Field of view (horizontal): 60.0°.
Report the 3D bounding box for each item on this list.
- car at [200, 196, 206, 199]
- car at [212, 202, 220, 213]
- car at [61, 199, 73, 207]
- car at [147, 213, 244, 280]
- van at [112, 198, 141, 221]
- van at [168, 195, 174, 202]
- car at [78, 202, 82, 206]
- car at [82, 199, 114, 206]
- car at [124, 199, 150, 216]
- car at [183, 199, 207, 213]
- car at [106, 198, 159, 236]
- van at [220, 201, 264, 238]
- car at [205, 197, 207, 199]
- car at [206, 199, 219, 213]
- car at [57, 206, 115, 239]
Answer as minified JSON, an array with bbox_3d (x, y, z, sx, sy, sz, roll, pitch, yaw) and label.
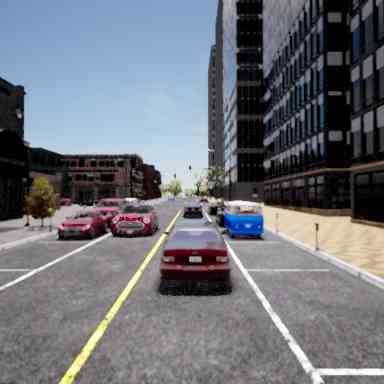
[{"bbox_3d":[2.721,1.732,78.234,1.967,1.590,4.097,1,0,0],"label":"car"},{"bbox_3d":[2.673,1.652,23.354,1.947,1.339,4.313,1,0,0],"label":"car"},{"bbox_3d":[-24.952,1.967,63.440,4.097,1.590,1.967,-1,-1,1],"label":"car"},{"bbox_3d":[0.090,1.585,10.059,2.033,1.411,5.357,0,0,0],"label":"car"},{"bbox_3d":[-5.669,1.449,29.055,1.690,1.788,3.998,1,0,0],"label":"van"},{"bbox_3d":[-5.656,1.677,89.320,1.690,1.788,3.998,1,0,0],"label":"van"},{"bbox_3d":[-19.404,2.039,63.366,4.313,1.339,1.947,-1,-1,1],"label":"car"},{"bbox_3d":[-5.670,1.402,23.412,2.192,1.841,5.009,1,0,0],"label":"car"},{"bbox_3d":[-5.669,1.569,34.699,1.967,1.590,4.097,1,0,0],"label":"car"},{"bbox_3d":[0.106,1.670,33.213,2.033,1.411,5.357,0,0,0],"label":"car"},{"bbox_3d":[-3.095,1.422,18.843,2.097,1.767,4.553,0,0,0],"label":"car"},{"bbox_3d":[2.676,1.406,17.711,1.690,1.788,3.998,1,0,0],"label":"van"},{"bbox_3d":[2.848,1.675,40.456,1.752,1.417,4.829,1,0,0],"label":"car"},{"bbox_3d":[2.676,1.694,34.643,1.947,1.339,4.313,1,0,0],"label":"car"},{"bbox_3d":[-5.675,1.648,17.767,1.802,1.307,4.206,1,0,0],"label":"car"}]
